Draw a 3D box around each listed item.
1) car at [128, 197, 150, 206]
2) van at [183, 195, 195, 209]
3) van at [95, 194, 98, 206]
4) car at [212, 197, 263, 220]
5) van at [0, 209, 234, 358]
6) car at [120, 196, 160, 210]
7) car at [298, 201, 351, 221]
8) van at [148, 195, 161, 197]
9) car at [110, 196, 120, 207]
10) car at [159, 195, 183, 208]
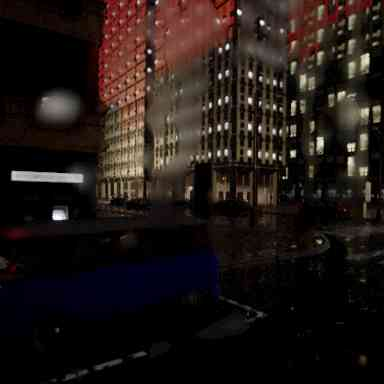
[{"bbox_3d":[-8.796,1.533,55.191,1.947,1.339,4.313,1,-1,-35],"label":"car"},{"bbox_3d":[1.021,1.329,41.378,1.690,1.788,3.998,1,-1,-35],"label":"van"},{"bbox_3d":[-15.624,1.162,50.341,1.690,1.788,3.998,1,-1,-35],"label":"van"},{"bbox_3d":[3.661,1.382,27.658,1.882,1.535,5.008,1,-1,-35],"label":"car"},{"bbox_3d":[-1.393,1.337,5.712,3.998,1.788,1.690,0,1,-35],"label":"van"},{"bbox_3d":[-5.813,1.392,36.524,2.008,1.369,4.403,1,-1,-35],"label":"car"},{"bbox_3d":[10.834,1.452,27.563,1.967,1.590,4.097,1,-1,-35],"label":"car"},{"bbox_3d":[-5.521,1.315,50.589,1.690,1.788,3.998,1,-1,-35],"label":"van"},{"bbox_3d":[-9.957,1.366,46.888,2.128,1.511,4.902,1,-1,-35],"label":"car"},{"bbox_3d":[-2.253,1.531,45.981,2.008,1.369,4.403,1,-1,-35],"label":"car"}]
